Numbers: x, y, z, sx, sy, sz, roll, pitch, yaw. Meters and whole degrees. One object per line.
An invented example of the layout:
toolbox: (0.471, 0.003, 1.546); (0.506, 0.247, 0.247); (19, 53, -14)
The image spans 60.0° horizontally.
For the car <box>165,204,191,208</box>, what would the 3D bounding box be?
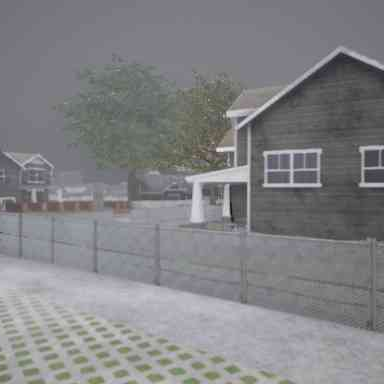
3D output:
car: (-1.453, 2.175, 42.801); (1.895, 1.301, 4.718); (0, -1, 36)
